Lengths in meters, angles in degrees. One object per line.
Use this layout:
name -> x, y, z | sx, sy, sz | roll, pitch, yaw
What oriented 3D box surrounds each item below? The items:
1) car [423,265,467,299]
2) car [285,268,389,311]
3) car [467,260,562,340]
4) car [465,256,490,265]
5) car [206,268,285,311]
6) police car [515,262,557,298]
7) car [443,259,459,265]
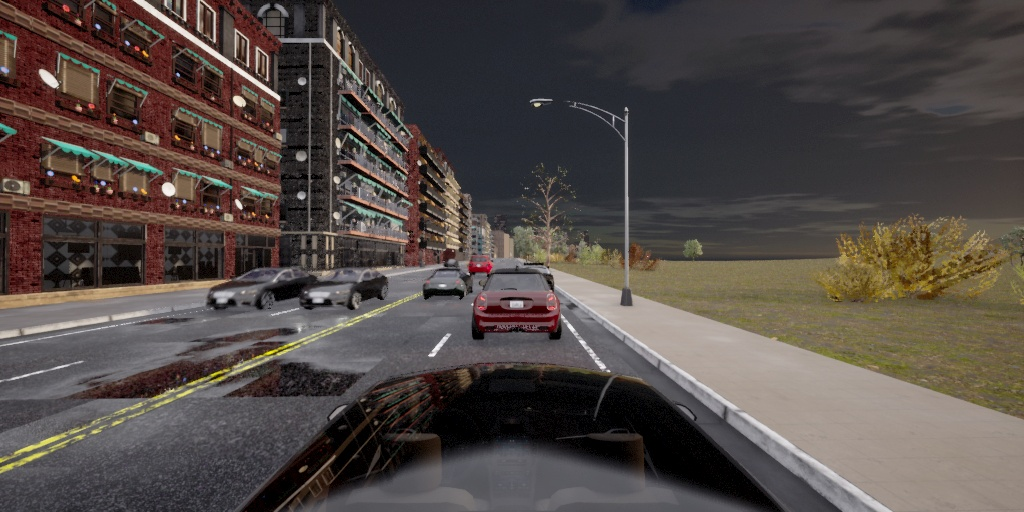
car -> -3.118, 1.316, 18.120 | 1.994, 1.385, 4.181 | 0, 0, 0
car -> -6.574, 1.243, 14.629 | 2.128, 1.511, 4.902 | 0, 0, 0
car -> 0.112, 1.103, 10.161 | 2.097, 1.767, 4.553 | 0, 0, 0
car -> -3.079, 0.975, 35.874 | 2.150, 2.045, 5.566 | 0, 0, 0
car -> -9.825, 1.243, 14.614 | 2.128, 1.511, 4.902 | 0, 0, 0
police car -> 1.173, 1.177, 19.656 | 1.930, 1.638, 5.238 | 0, 0, 0
car -> -9.719, 1.228, 57.477 | 1.882, 1.535, 5.008 | 0, 0, 0
